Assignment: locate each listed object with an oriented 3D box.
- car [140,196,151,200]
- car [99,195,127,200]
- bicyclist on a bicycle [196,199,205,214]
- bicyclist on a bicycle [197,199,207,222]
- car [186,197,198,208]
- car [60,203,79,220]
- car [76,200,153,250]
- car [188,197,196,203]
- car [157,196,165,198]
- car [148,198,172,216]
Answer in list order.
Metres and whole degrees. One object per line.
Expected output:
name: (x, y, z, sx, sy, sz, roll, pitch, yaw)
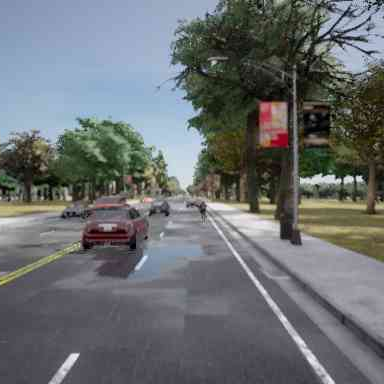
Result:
car: (-9.769, 1.543, 70.386, 2.097, 1.767, 4.553, 0, 0, 0)
car: (-6.605, 1.308, 27.239, 2.150, 2.045, 5.566, 0, 0, 0)
bicyclist on a bicycle: (0.896, 1.548, 35.760, 0.866, 1.612, 1.509, 0, 0, 0)
bicyclist on a bicycle: (0.885, 1.534, 25.519, 0.582, 1.620, 1.656, 0, 0, 0)
car: (0.044, 1.706, 52.742, 2.033, 1.411, 5.357, 0, 0, 0)
car: (-9.852, 1.656, 29.029, 1.994, 1.385, 4.181, 0, 0, 0)
car: (-3.154, 1.400, 14.603, 2.097, 1.767, 4.553, 0, 0, 0)
car: (-0.020, 1.827, 74.689, 1.895, 1.301, 4.718, 0, 0, 0)
car: (-6.519, 1.587, 68.578, 2.097, 1.767, 4.553, 0, 0, 0)
car: (-3.160, 1.630, 33.394, 1.812, 1.442, 4.674, 0, 0, 0)
